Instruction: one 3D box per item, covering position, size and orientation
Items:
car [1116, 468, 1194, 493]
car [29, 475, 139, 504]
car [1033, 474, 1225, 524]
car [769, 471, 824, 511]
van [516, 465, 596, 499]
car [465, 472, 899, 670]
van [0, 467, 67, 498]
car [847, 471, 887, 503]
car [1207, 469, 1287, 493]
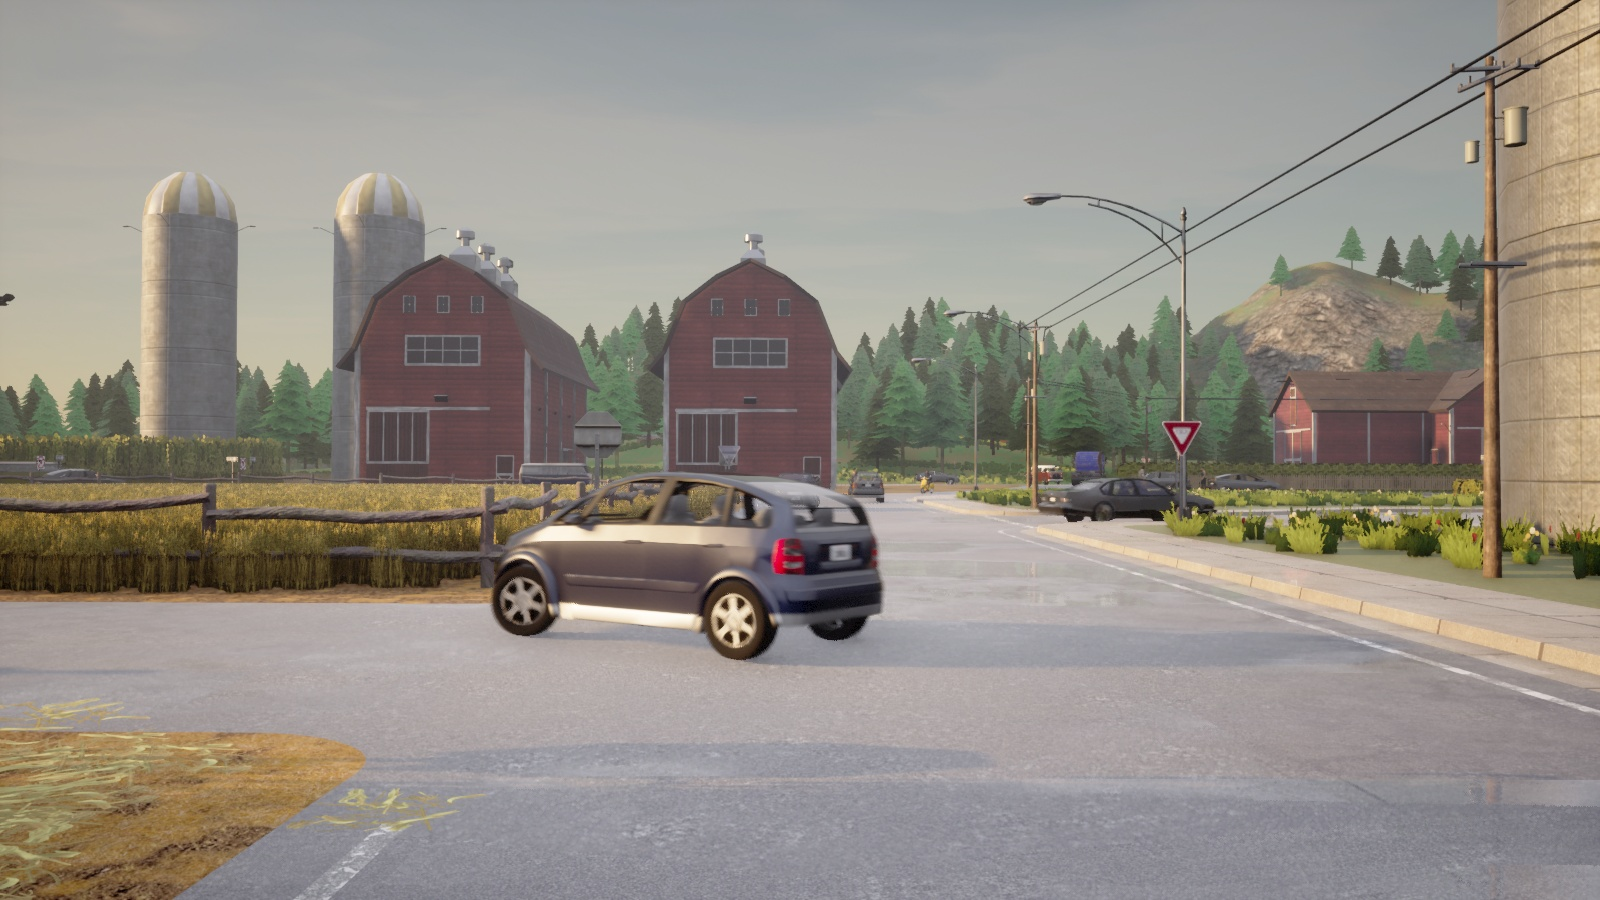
[{"bbox_3d":[24.240,2.085,85.906,4.856,1.649,2.033,0,-1,4],"label":"car"},{"bbox_3d":[-39.222,2.130,68.868,1.837,1.490,4.892,0,-1,37],"label":"car"},{"bbox_3d":[10.002,1.462,38.191,5.357,1.411,2.033,0,-1,-17],"label":"car"},{"bbox_3d":[-0.137,1.626,51.025,2.128,1.511,4.902,0,-1,0],"label":"car"},{"bbox_3d":[-14.423,1.869,74.264,4.442,1.987,1.775,0,-1,-3],"label":"van"},{"bbox_3d":[-1.142,0.992,11.637,3.705,1.549,1.789,-1,-2,34],"label":"car"},{"bbox_3d":[-51.372,2.167,83.228,4.442,1.987,1.775,0,-1,-13],"label":"van"},{"bbox_3d":[3.324,1.831,62.750,1.789,1.549,3.705,0,-1,0],"label":"car"},{"bbox_3d":[29.180,2.020,82.125,4.514,1.525,2.007,0,-1,4],"label":"car"}]
